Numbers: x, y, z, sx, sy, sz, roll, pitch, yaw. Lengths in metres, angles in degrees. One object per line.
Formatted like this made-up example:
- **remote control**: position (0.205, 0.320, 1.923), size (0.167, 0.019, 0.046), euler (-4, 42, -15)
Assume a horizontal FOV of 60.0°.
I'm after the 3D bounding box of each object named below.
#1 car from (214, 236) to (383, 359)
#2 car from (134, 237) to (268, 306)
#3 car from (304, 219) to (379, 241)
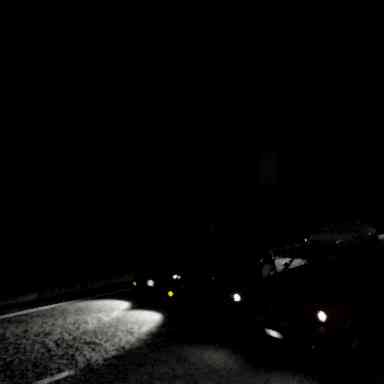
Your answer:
- **car**: position (2.773, 1.816, 6.519), size (4.718, 1.301, 1.895), euler (1, -3, -45)
- **car**: position (0.497, 1.964, 9.177), size (4.181, 1.385, 1.994), euler (0, -3, -42)
- **car**: position (6.790, 1.980, 14.891), size (4.674, 1.442, 1.812), euler (0, -3, -42)
